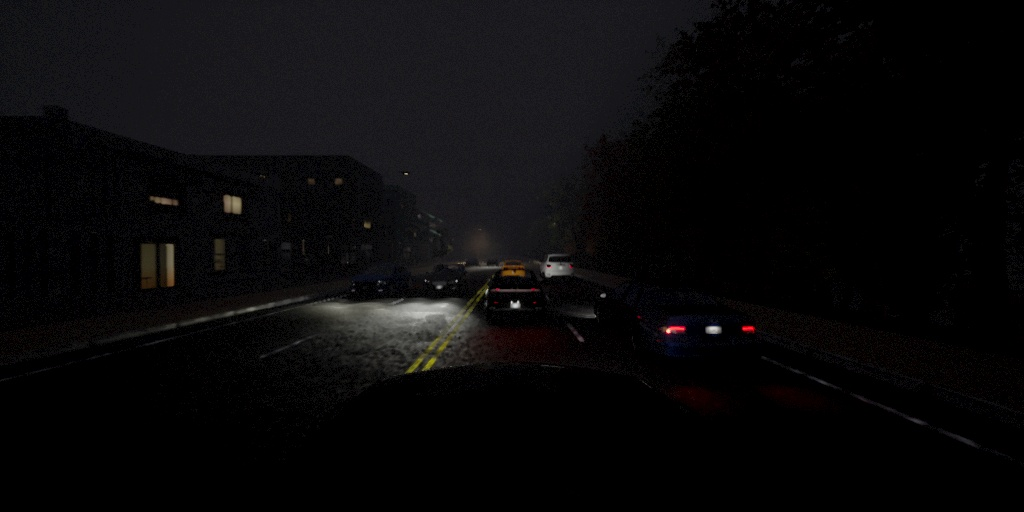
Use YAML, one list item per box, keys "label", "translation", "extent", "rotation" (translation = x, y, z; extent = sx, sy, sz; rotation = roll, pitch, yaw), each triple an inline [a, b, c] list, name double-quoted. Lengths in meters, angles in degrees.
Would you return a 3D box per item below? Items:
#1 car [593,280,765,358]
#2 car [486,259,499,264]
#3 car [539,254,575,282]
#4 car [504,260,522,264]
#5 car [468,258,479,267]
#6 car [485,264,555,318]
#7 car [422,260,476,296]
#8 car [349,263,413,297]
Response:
- label: "car"
  translation: [3.350, 1.267, 8.468]
  extent: [2.033, 1.411, 5.357]
  rotation: [0, 0, 0]
- label: "car"
  translation: [-3.276, 1.085, 60.390]
  extent: [1.895, 1.301, 4.718]
  rotation: [0, 0, 1]
- label: "car"
  translation: [3.355, 0.856, 27.327]
  extent: [2.150, 2.045, 5.566]
  rotation: [0, 0, 0]
- label: "car"
  translation: [0.106, 1.101, 29.853]
  extent: [1.882, 1.535, 5.008]
  rotation: [0, 0, 0]
- label: "car"
  translation: [-6.527, 1.011, 60.070]
  extent: [1.812, 1.442, 4.674]
  rotation: [0, 0, 1]
- label: "car"
  translation: [0.101, 1.192, 12.675]
  extent: [2.128, 1.511, 4.902]
  rotation: [0, 0, 0]
- label: "car"
  translation: [-3.347, 1.164, 18.944]
  extent: [2.128, 1.511, 4.902]
  rotation: [0, 0, 0]
- label: "car"
  translation: [-6.597, 1.151, 18.562]
  extent: [1.882, 1.535, 5.008]
  rotation: [0, 0, 0]
